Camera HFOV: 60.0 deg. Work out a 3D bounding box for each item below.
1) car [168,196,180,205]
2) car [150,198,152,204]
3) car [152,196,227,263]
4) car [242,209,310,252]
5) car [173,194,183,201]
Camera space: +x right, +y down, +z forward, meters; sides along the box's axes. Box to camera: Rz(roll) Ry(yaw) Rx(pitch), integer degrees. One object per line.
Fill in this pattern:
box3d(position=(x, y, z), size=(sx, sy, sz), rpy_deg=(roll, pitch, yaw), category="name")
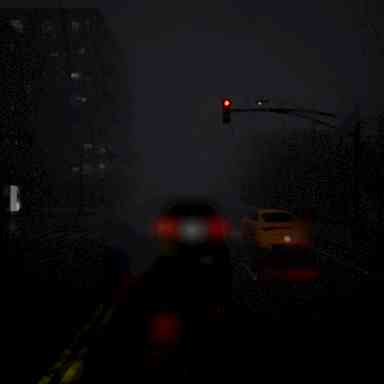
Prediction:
box3d(position=(-3.291, 1.454, 60.465), size=(1.837, 1.490, 4.892), rpy_deg=(0, 0, 1), category="car")
box3d(position=(-6.542, 1.442, 60.466), size=(2.128, 1.511, 4.902), rpy_deg=(0, 0, 1), category="car")
box3d(position=(-0.040, 1.205, 12.075), size=(2.150, 2.045, 5.566), rpy_deg=(0, 0, -1), category="car")
box3d(position=(3.295, 1.462, 13.906), size=(1.882, 1.535, 5.008), rpy_deg=(0, 0, 0), category="car")
box3d(position=(-3.245, 1.277, 76.039), size=(2.128, 1.511, 4.902), rpy_deg=(0, 0, 0), category="car")
